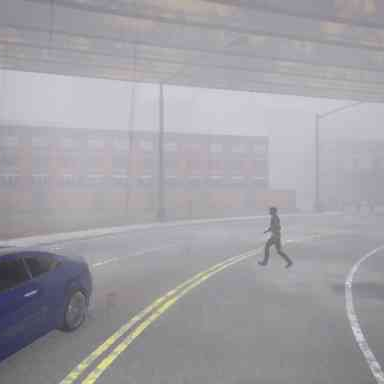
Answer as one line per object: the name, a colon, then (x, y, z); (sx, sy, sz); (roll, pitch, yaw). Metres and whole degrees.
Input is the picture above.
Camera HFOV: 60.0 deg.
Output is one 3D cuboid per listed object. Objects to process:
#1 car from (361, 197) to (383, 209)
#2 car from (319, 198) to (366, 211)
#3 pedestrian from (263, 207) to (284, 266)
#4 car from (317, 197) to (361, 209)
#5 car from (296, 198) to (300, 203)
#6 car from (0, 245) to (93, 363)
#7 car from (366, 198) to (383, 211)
car: (21.400, 1.295, 39.219); (1.853, 1.218, 4.536); (0, 0, 15)
car: (17.874, 1.452, 40.427); (2.038, 1.542, 4.974); (0, 0, -45)
pedestrian: (2.396, 1.294, 9.773); (0.375, 1.860, 0.375); (0, 0, 29)
car: (17.837, 1.295, 40.464); (1.853, 1.218, 4.536); (0, 0, -45)
car: (16.841, 1.452, 60.504); (4.974, 1.542, 2.038); (0, 0, 40)
car: (-3.044, 1.526, 4.355); (1.812, 1.442, 4.674); (0, 0, 14)
car: (21.386, 1.452, 39.169); (2.038, 1.542, 4.974); (0, 0, 15)
